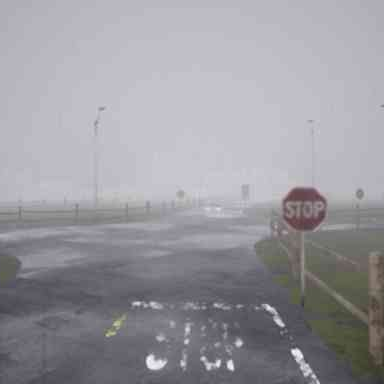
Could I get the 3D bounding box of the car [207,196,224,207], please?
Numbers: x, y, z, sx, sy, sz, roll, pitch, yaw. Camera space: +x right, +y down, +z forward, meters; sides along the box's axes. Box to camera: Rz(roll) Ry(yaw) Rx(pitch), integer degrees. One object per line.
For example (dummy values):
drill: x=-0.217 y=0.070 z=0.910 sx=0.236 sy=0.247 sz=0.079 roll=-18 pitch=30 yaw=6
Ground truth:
car: x=3.319 y=1.407 z=47.231 sx=1.837 sy=1.490 sz=4.892 roll=0 pitch=2 yaw=14

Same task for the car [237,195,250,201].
car: x=11.059 y=1.253 z=71.449 sx=1.812 sy=1.442 sz=4.674 roll=0 pitch=0 yaw=21
